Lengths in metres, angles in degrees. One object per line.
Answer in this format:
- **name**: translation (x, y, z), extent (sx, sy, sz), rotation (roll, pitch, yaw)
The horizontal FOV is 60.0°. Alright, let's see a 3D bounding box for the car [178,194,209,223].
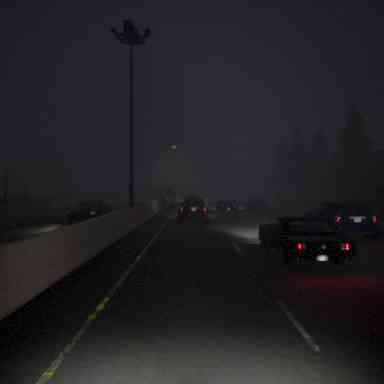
- **car**: translation (0.095, 1.175, 24.100), extent (2.097, 1.767, 4.553), rotation (0, 1, 0)

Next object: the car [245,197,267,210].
- **car**: translation (7.093, 1.251, 37.148), extent (1.812, 1.442, 4.674), rotation (0, 0, 0)

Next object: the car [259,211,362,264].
- **car**: translation (3.596, 1.516, 11.392), extent (1.895, 1.301, 4.718), rotation (0, 0, 0)

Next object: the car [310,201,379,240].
- **car**: translation (7.096, 1.230, 16.373), extent (2.097, 1.767, 4.553), rotation (0, 0, 0)

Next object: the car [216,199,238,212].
- **car**: translation (3.594, 1.345, 34.571), extent (1.895, 1.301, 4.718), rotation (0, 0, 0)

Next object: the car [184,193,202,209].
- **car**: translation (0.091, 1.047, 41.143), extent (2.097, 1.767, 4.553), rotation (0, 0, 0)
